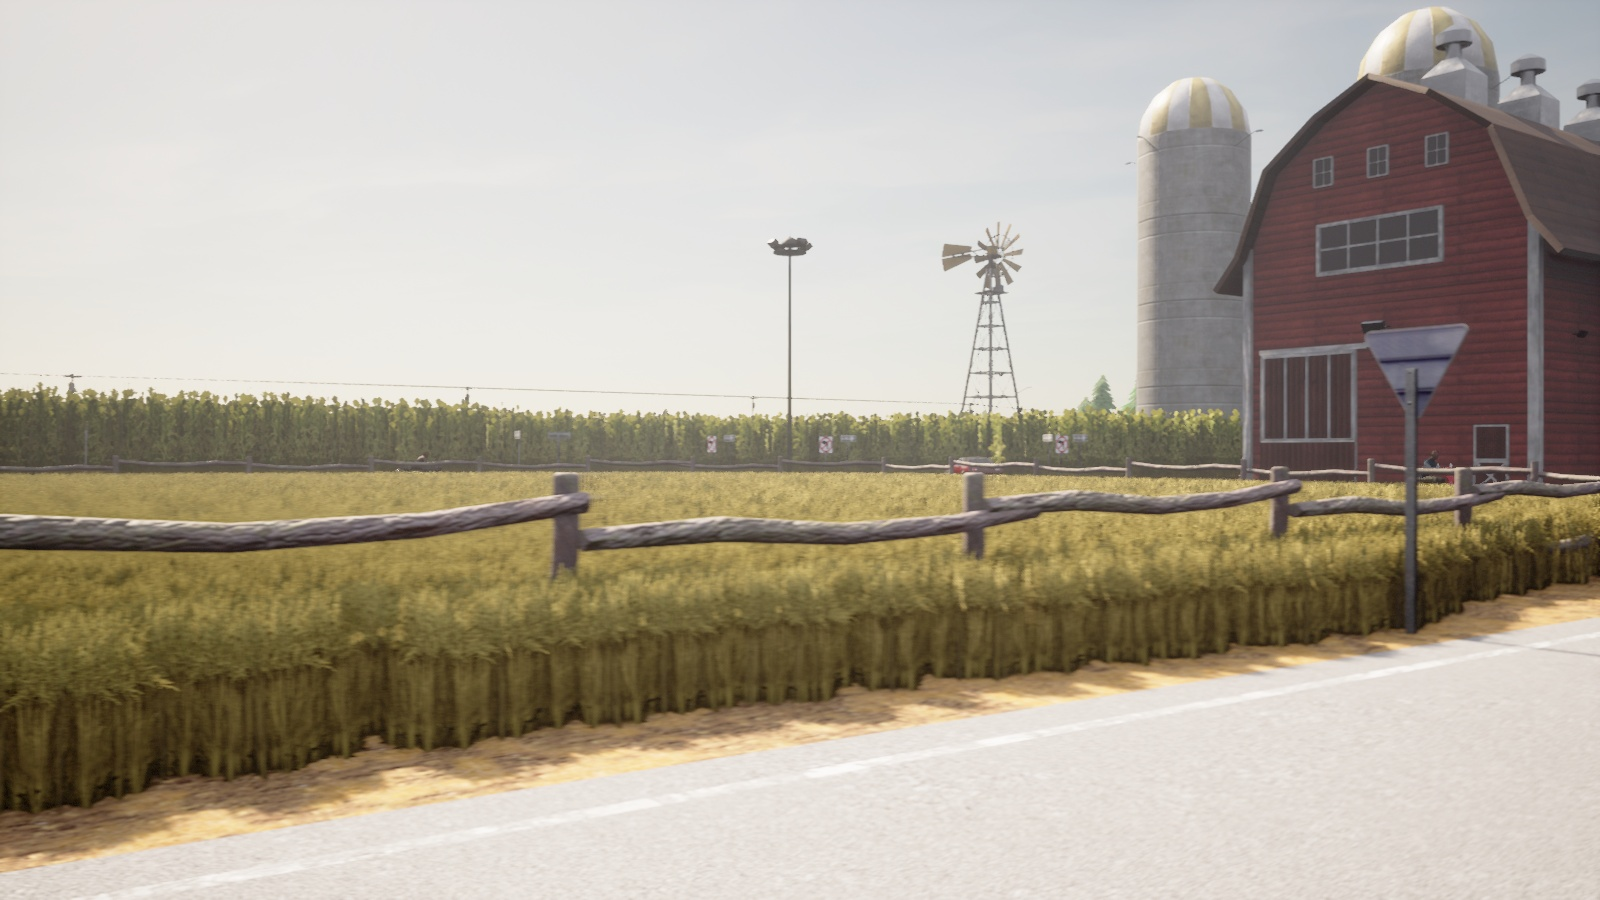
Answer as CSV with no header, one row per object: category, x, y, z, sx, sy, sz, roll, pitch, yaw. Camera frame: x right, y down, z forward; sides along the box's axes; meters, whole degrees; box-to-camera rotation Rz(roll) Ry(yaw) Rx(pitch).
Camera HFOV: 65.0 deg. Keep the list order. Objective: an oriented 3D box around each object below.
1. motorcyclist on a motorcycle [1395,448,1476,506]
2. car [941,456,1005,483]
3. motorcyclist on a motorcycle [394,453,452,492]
motorcyclist on a motorcycle,17.788,0.739,35.164,0.866,1.590,1.817,0,0,-38
car,8.825,0.974,64.472,1.895,1.301,4.718,0,0,-10
motorcyclist on a motorcycle,-14.792,0.871,49.259,2.044,1.523,0.797,0,0,-34
